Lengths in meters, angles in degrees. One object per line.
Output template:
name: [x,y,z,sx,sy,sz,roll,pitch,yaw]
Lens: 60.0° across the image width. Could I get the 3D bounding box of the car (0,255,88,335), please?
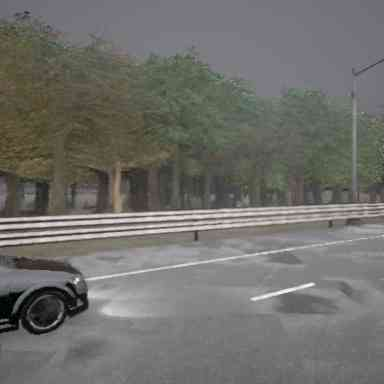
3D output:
car: [-3.863,1.548,5.279,4.181,1.385,1.994,0,0,-35]
